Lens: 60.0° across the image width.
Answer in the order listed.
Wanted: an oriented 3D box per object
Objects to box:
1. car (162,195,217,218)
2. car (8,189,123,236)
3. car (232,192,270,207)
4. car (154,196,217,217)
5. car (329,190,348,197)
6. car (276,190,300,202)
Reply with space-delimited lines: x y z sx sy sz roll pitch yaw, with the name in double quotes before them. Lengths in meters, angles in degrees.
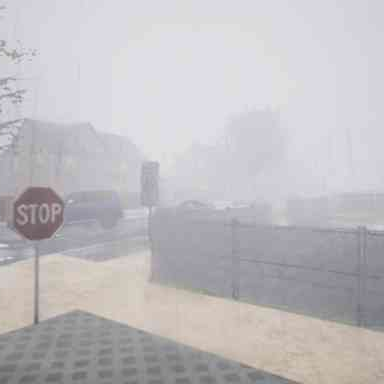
"car" -0.077 1.010 24.596 1.994 1.385 4.181 1 2 35
"car" -5.922 0.905 16.386 2.150 2.045 5.566 1 2 36
"car" 5.972 0.749 33.080 2.033 1.411 5.357 1 2 36
"car" -0.238 1.117 19.440 1.812 1.442 4.674 1 2 36
"car" 22.902 0.264 51.814 1.895 1.301 4.718 1 2 36
"car" 12.159 0.480 41.710 1.812 1.442 4.674 1 2 36
